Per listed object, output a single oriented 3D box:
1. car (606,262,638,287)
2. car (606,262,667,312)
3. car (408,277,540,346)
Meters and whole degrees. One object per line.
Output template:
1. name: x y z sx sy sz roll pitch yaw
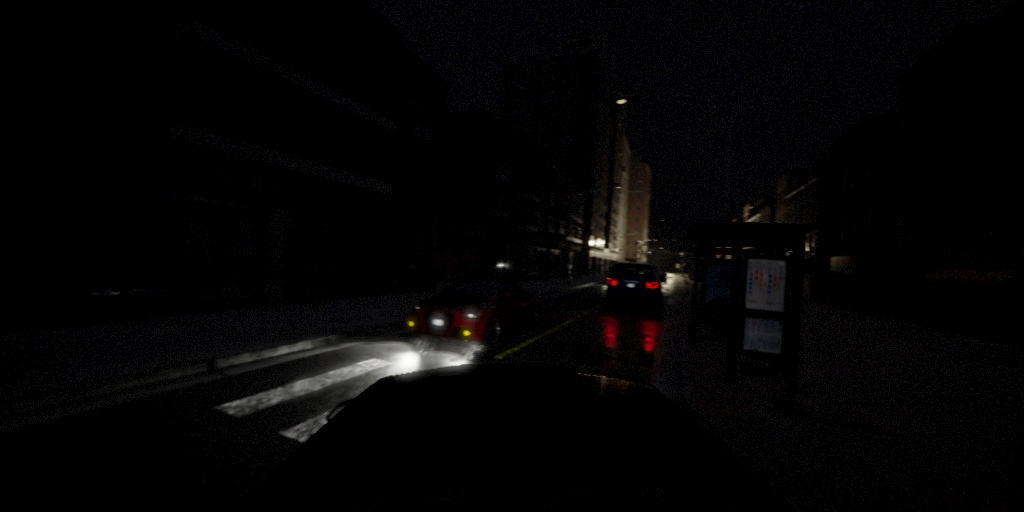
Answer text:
1. car: 10.767 1.714 34.830 2.150 2.045 5.566 3 0 25
2. car: 5.963 1.370 17.099 2.150 2.045 5.566 3 0 24
3. car: -0.751 1.280 9.446 1.994 1.385 4.181 3 0 24
